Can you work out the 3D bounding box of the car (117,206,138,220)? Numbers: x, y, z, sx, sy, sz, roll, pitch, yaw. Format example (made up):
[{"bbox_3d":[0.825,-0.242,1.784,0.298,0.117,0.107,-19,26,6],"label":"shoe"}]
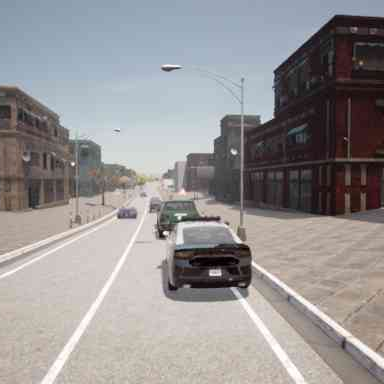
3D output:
[{"bbox_3d":[-6.742,2.128,34.940,1.994,1.385,4.181,0,0,-7],"label":"car"}]

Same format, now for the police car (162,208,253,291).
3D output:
[{"bbox_3d":[0.230,1.478,9.381,1.930,1.638,5.238,0,-1,-6],"label":"police car"}]

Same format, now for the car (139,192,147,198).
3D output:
[{"bbox_3d":[-13.059,0.675,89.271,1.837,1.490,4.892,0,1,-7],"label":"car"}]

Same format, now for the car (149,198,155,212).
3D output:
[{"bbox_3d":[-4.952,1.995,46.295,1.837,1.490,4.892,0,-1,-7],"label":"car"}]

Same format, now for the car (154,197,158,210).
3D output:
[{"bbox_3d":[-1.579,1.621,25.287,2.150,2.045,5.566,0,-1,-7],"label":"car"}]

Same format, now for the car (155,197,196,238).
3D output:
[{"bbox_3d":[-0.875,1.466,19.318,2.150,2.045,5.566,0,-1,-7],"label":"car"}]
